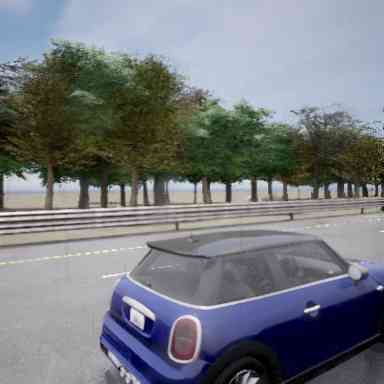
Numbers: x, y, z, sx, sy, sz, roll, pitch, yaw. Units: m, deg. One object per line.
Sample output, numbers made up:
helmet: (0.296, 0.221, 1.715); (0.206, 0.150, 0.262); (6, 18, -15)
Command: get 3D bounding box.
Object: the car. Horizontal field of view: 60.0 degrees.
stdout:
car: (1.158, 1.315, 4.699); (4.553, 1.767, 2.097); (-1, 0, -35)
